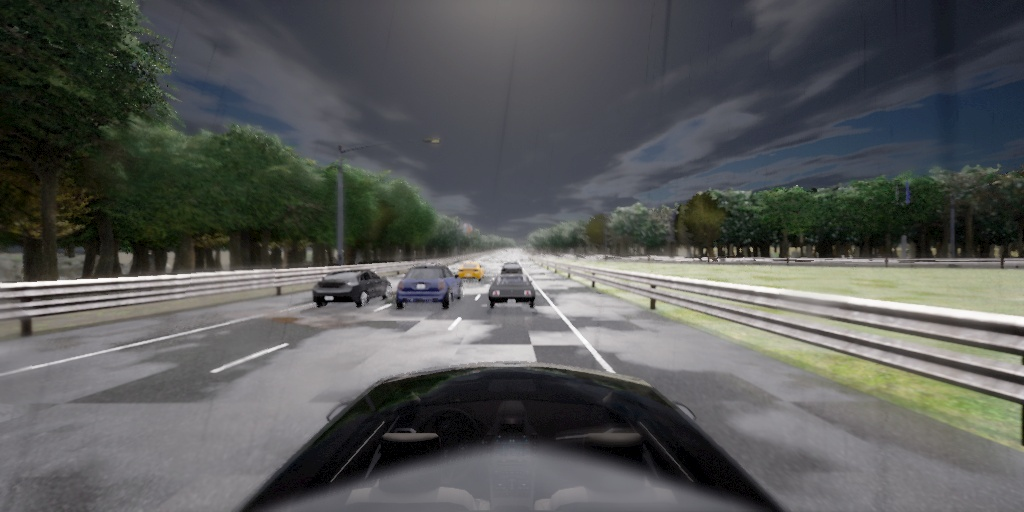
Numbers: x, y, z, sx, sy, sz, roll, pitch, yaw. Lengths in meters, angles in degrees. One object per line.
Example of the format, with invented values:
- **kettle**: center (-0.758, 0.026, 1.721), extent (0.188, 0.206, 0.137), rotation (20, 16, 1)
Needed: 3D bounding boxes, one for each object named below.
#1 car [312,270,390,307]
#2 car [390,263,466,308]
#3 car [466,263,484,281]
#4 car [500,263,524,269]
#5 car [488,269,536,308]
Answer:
- **car**: center (-6.997, 1.366, 16.148), extent (1.837, 1.490, 4.892), rotation (0, 0, 0)
- **car**: center (-3.500, 1.208, 15.914), extent (2.097, 1.767, 4.553), rotation (0, 0, 0)
- **car**: center (-3.498, 1.339, 31.307), extent (1.882, 1.535, 5.008), rotation (0, 0, 0)
- **car**: center (0.002, 1.339, 31.303), extent (1.882, 1.535, 5.008), rotation (0, 0, 0)
- **car**: center (0.000, 1.459, 15.950), extent (1.895, 1.301, 4.718), rotation (0, 0, 0)
